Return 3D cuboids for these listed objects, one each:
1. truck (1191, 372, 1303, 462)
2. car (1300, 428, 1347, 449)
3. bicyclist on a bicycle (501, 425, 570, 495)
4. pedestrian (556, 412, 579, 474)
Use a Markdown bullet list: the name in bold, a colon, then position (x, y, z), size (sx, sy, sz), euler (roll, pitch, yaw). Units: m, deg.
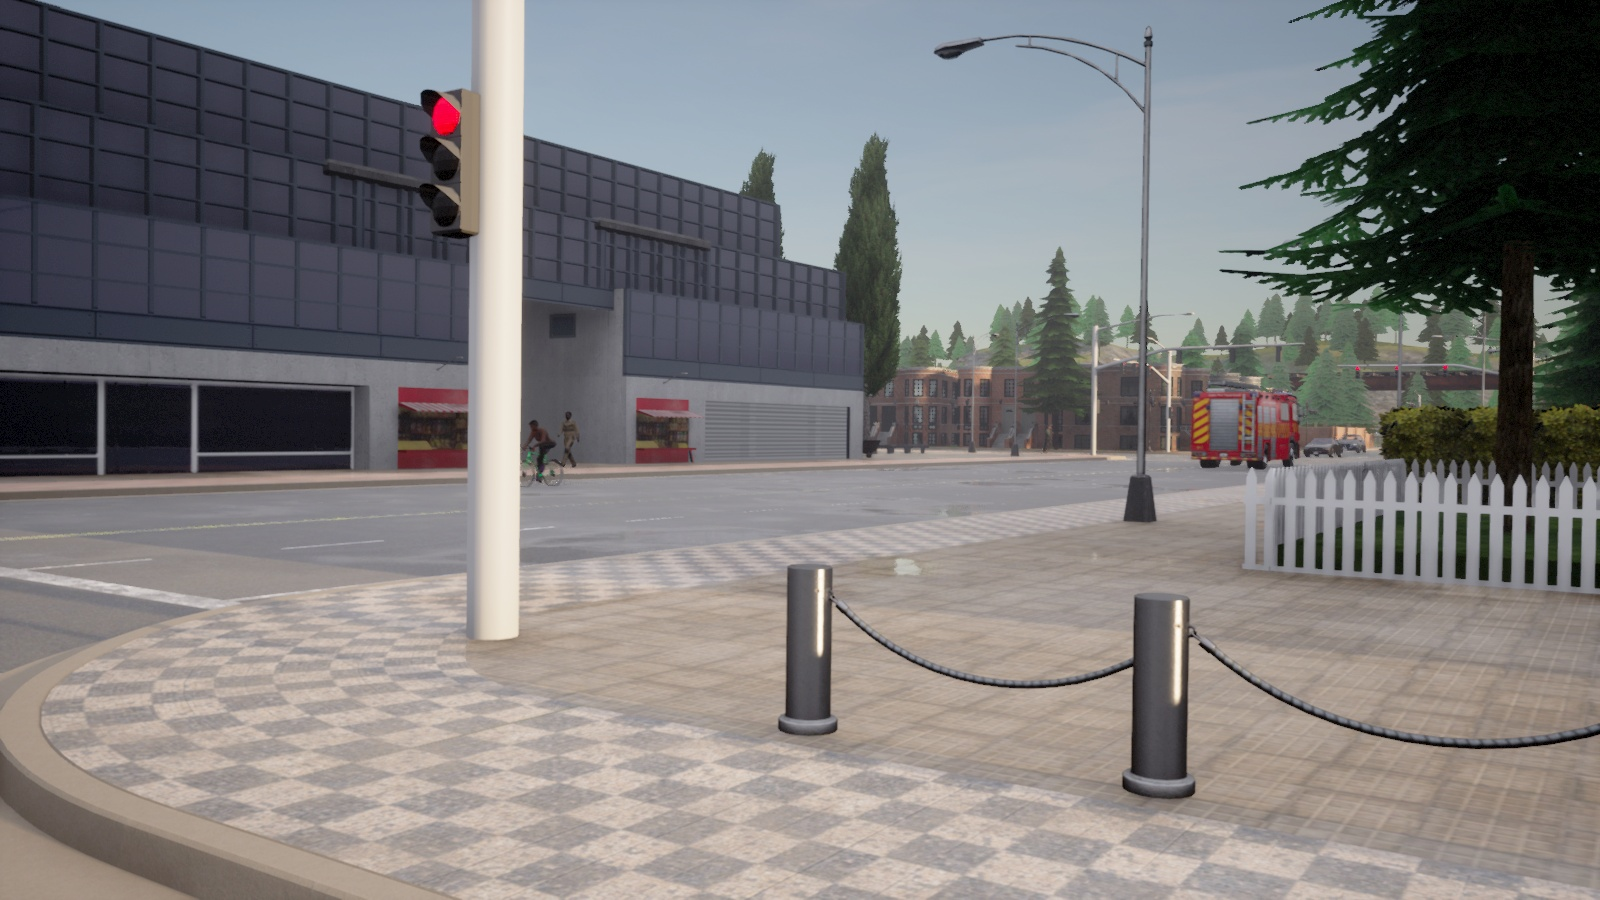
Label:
- **truck**: position (20.739, -1.489, 57.910), size (2.891, 3.827, 8.468), euler (0, 1, 34)
- **car**: position (36.821, -0.854, 88.291), size (2.033, 1.411, 5.357), euler (0, 1, 34)
- **bicyclist on a bicycle**: position (-6.310, 0.217, 30.039), size (0.582, 1.620, 1.656), euler (0, 1, 34)
- **pedestrian**: position (-7.262, -0.225, 39.219), size (0.396, 1.930, 0.692), euler (0, 1, 22)
